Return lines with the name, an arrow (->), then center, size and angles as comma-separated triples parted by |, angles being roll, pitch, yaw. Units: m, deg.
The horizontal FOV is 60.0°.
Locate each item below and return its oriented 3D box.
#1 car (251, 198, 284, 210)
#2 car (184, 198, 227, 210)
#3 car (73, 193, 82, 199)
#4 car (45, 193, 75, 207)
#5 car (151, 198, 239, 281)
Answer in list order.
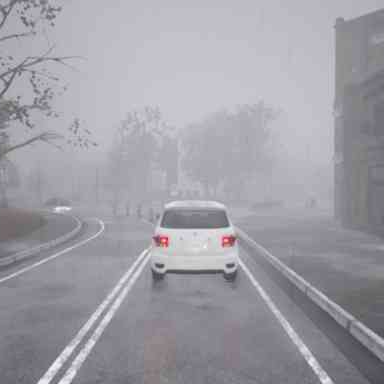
car -> 9.126, 1.358, 39.780 | 4.718, 1.301, 1.895 | -1, 2, -44
car -> 1.607, 1.363, 39.515 | 4.718, 1.301, 1.895 | 0, 1, -17
car -> -22.870, 0.850, 63.208 | 1.994, 1.385, 4.181 | 0, 1, 17
car -> -17.851, 1.232, 44.181 | 1.994, 1.385, 4.181 | -1, 2, -45
car -> 0.061, 1.265, 10.134 | 2.150, 2.045, 5.566 | 0, 0, 0
